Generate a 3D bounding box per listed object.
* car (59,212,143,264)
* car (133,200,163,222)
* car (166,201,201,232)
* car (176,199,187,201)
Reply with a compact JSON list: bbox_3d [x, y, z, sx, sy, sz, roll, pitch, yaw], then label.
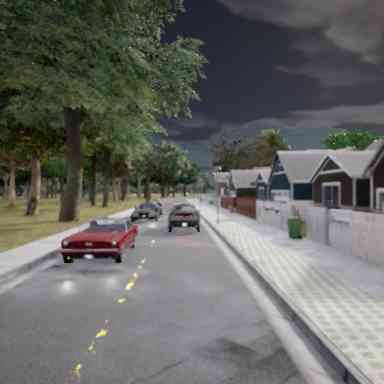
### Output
[{"bbox_3d":[-3.121,1.616,12.066,1.895,1.301,4.718,0,0,-2],"label":"car"},{"bbox_3d":[-3.621,1.596,26.655,1.994,1.385,4.181,0,0,-2],"label":"car"},{"bbox_3d":[-0.502,1.525,20.543,1.837,1.490,4.892,0,0,-2],"label":"car"},{"bbox_3d":[-1.453,1.650,44.750,1.895,1.301,4.718,0,0,-2],"label":"car"}]
